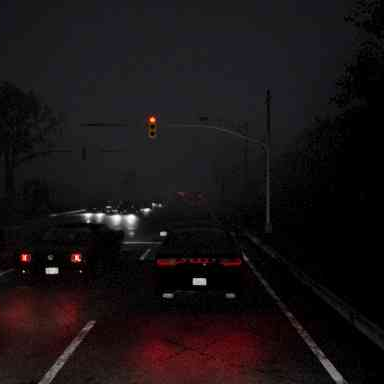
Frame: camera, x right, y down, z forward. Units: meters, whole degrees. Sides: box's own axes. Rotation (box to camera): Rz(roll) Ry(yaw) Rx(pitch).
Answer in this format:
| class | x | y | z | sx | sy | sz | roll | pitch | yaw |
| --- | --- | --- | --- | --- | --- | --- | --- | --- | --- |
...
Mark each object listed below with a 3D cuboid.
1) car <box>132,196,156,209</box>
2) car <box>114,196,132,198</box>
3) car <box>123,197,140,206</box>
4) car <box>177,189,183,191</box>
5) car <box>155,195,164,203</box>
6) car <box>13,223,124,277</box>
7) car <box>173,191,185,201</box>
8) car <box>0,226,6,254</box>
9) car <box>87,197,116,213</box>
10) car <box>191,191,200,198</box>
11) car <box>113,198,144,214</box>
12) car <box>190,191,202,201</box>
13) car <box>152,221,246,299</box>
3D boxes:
| class | x | y | z | sx | sy | sz | roll | pitch | yaw |
| --- | --- | --- | --- | --- | --- | --- | --- | --- | --- |
| car | -6.644 | 1.569 | 45.978 | 1.994 | 1.385 | 4.181 | 0 | 0 | 1 |
| car | -10.147 | 1.357 | 45.668 | 2.097 | 1.767 | 4.553 | 0 | 0 | 1 |
| car | -10.025 | 1.527 | 55.619 | 1.994 | 1.385 | 4.181 | 0 | 1 | 1 |
| car | -2.690 | 0.182 | 77.245 | 2.097 | 1.767 | 4.553 | 0 | 3 | 1 |
| car | -6.421 | 1.324 | 62.252 | 1.994 | 1.385 | 4.181 | 0 | 2 | 1 |
| car | -3.373 | 1.602 | 10.197 | 1.895 | 1.301 | 4.718 | 0 | 0 | -1 |
| car | -2.808 | 1.077 | 66.868 | 2.033 | 1.411 | 5.357 | 0 | 3 | 1 |
| car | -7.049 | 1.478 | 8.850 | 1.882 | 1.535 | 5.008 | 0 | 0 | 0 |
| car | -10.246 | 1.568 | 37.067 | 1.994 | 1.385 | 4.181 | 0 | 0 | 1 |
| car | 0.815 | 0.569 | 77.601 | 1.895 | 1.301 | 4.718 | 0 | 3 | 1 |
| car | -6.761 | 1.605 | 35.988 | 1.895 | 1.301 | 4.718 | 0 | 0 | 1 |
| car | 0.792 | 0.745 | 66.937 | 2.150 | 2.045 | 5.566 | 0 | 3 | 1 |
| car | 0.153 | 1.479 | 8.521 | 1.882 | 1.535 | 5.008 | 0 | 0 | 0 |
